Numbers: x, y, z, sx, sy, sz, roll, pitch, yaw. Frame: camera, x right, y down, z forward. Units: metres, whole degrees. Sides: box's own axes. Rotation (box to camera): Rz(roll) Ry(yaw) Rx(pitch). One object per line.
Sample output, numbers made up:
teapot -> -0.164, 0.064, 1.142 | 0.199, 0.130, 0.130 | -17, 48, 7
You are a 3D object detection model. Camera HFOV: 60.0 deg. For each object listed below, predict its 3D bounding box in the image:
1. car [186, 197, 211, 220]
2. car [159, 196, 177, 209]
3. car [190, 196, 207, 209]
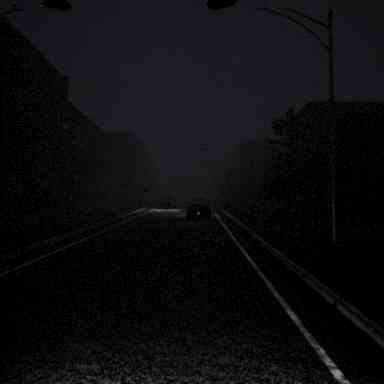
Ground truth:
car -> 0.534, 1.377, 26.821 | 1.882, 1.535, 5.008 | 0, 1, 1
car -> -2.911, 1.253, 41.430 | 1.882, 1.535, 5.008 | 0, 0, 1
car -> 0.811, 1.319, 43.292 | 2.033, 1.411, 5.357 | 0, 0, 1
